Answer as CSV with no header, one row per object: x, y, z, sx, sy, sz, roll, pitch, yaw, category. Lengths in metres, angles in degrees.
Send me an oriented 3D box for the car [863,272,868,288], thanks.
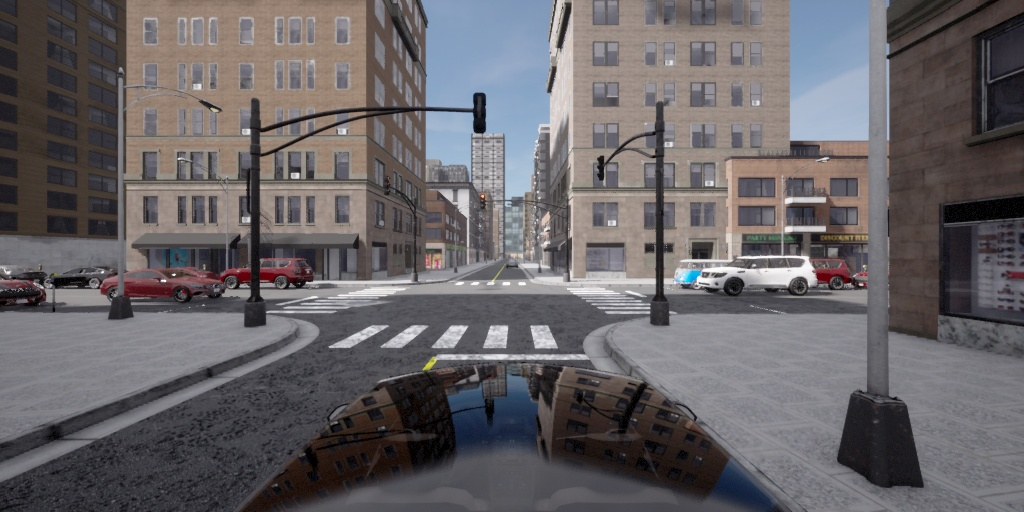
23.227,1.216,21.808,4.097,1.591,1.967,0,0,0,car

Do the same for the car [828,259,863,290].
17.631,1.086,21.839,5.009,1.841,2.192,0,0,0,car

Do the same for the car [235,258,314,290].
-14.913,1.059,22.023,5.009,1.841,2.192,0,0,0,car

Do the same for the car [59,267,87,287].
-25.959,1.299,22.085,4.313,1.339,1.948,0,0,0,car

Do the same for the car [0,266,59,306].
-20.459,1.179,13.528,4.097,1.591,1.967,0,0,0,car

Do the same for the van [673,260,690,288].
12.035,1.108,21.870,3.998,1.789,1.690,0,0,0,van

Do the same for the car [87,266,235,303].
-15.561,1.270,16.077,4.674,1.442,1.812,0,0,0,car

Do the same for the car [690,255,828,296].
12.956,0.990,19.106,5.566,2.045,2.150,0,0,0,car

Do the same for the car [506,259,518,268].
0.030,1.340,61.952,1.994,1.385,4.181,0,0,1,car
